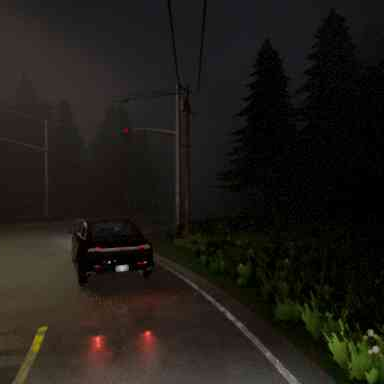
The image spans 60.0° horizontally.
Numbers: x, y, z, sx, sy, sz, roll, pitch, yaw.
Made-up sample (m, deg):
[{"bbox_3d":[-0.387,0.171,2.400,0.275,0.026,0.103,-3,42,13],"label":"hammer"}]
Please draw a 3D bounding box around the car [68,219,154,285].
[{"bbox_3d":[-2.512,1.536,9.829,2.128,1.511,4.902,0,0,-22],"label":"car"}]
